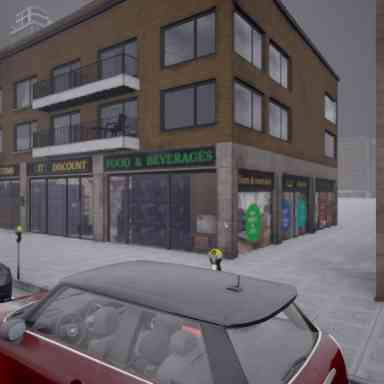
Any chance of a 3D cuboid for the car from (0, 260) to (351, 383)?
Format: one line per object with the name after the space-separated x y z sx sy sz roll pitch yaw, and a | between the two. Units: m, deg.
-0.706 1.440 3.308 4.097 1.590 1.967 0 0 35 | car
